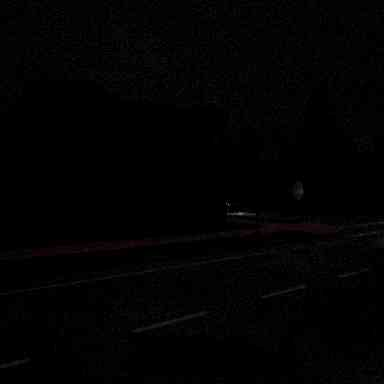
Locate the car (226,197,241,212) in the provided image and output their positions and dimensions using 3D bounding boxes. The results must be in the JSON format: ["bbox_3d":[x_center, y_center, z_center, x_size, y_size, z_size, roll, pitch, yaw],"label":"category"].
[{"bbox_3d":[3.372,1.311,37.201,2.097,1.767,4.553,0,0,-34],"label":"car"}]
